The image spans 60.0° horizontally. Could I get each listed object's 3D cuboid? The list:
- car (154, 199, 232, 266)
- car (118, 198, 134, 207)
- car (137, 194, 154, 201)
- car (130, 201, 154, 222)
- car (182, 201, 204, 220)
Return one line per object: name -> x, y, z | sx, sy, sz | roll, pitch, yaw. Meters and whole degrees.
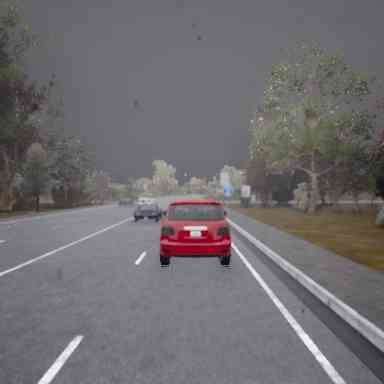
car -> 0.099, 1.241, 11.806 | 2.150, 2.045, 5.566 | 0, 0, 0
car -> -10.561, 1.638, 54.014 | 2.033, 1.411, 5.357 | 0, 0, 1
car -> -7.073, 1.307, 51.448 | 2.150, 2.045, 5.566 | 0, 0, 0
car -> -3.402, 1.646, 26.767 | 1.895, 1.301, 4.718 | 0, 0, 0
car -> 0.097, 1.575, 29.341 | 1.812, 1.442, 4.674 | 0, 0, 0
